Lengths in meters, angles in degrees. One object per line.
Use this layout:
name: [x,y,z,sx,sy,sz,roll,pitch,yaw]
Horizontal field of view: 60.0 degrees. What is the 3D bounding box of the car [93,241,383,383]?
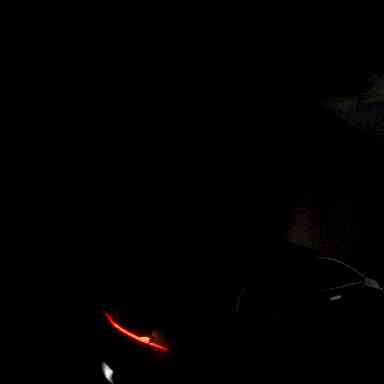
car: [1.159,1.461,4.618,4.892,1.490,1.837,-1,0,-35]
